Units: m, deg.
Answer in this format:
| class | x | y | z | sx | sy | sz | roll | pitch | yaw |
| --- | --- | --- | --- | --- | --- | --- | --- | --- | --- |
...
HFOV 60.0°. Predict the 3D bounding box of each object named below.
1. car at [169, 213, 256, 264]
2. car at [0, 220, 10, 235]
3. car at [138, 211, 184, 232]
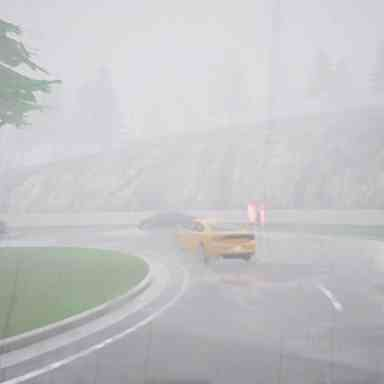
| class | x | y | z | sx | sy | sz | roll | pitch | yaw |
| --- | --- | --- | --- | --- | --- | --- | --- | --- | --- |
| car | 0.748 | 1.847 | 13.655 | 1.882 | 1.535 | 5.008 | 1 | -2 | -19 |
| car | -14.695 | 2.394 | 21.756 | 4.892 | 1.490 | 1.837 | -1 | -2 | -16 |
| car | -1.768 | 2.234 | 25.029 | 4.892 | 1.490 | 1.837 | -2 | -3 | 25 |
